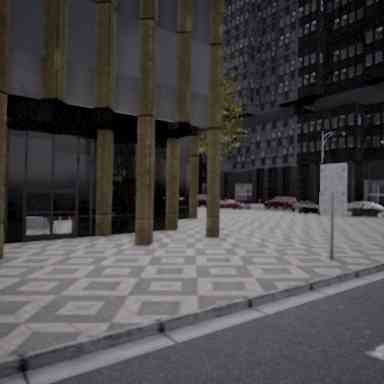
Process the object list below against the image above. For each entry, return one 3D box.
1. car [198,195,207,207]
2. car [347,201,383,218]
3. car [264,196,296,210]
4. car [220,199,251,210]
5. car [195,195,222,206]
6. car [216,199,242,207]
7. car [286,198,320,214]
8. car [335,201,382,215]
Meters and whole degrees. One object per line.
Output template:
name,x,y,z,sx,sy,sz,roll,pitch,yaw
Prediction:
car,2.424,1.354,46.527,2.192,1.841,5.009,2,-1,-35
car,15.209,1.559,28.559,2.008,1.369,4.403,2,-1,-35
car,12.560,1.542,46.985,2.192,1.841,5.009,2,-1,-35
car,5.617,1.612,42.032,1.802,1.307,4.206,2,-1,-35
car,2.970,1.566,60.457,2.192,1.841,5.009,2,-1,-35
car,6.162,1.809,55.963,1.947,1.339,4.313,2,-1,-35
car,12.012,1.581,33.050,1.947,1.339,4.313,2,-1,-35
car,18.951,1.762,38.000,2.008,1.369,4.403,2,-1,-35
